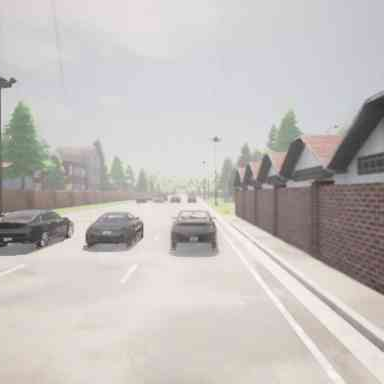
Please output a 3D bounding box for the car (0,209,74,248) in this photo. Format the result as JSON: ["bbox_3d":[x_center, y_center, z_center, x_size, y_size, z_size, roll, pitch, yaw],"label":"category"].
[{"bbox_3d":[-6.919,1.544,14.970,1.837,1.490,4.892,0,0,0],"label":"car"}]

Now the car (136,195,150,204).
[{"bbox_3d":[-10.525,1.652,69.899,1.882,1.535,5.008,0,0,0],"label":"car"}]

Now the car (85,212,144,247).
[{"bbox_3d":[-3.418,1.605,15.379,1.994,1.385,4.181,0,0,0],"label":"car"}]

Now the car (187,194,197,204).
[{"bbox_3d":[-0.025,1.655,70.703,1.882,1.535,5.008,0,0,0],"label":"car"}]

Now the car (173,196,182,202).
[{"bbox_3d":[-3.529,1.601,80.321,2.033,1.411,5.357,0,0,0],"label":"car"}]

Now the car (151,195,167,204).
[{"bbox_3d":[-7.025,1.773,71.083,1.895,1.301,4.718,0,0,0],"label":"car"}]

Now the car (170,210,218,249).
[{"bbox_3d":[0.080,1.531,14.694,2.128,1.511,4.902,0,0,0],"label":"car"}]

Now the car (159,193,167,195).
[{"bbox_3d":[-7.029,1.356,81.181,2.150,2.045,5.566,0,0,0],"label":"car"}]

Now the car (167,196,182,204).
[{"bbox_3d":[-3.525,1.531,70.288,2.097,1.767,4.553,0,0,0],"label":"car"}]
